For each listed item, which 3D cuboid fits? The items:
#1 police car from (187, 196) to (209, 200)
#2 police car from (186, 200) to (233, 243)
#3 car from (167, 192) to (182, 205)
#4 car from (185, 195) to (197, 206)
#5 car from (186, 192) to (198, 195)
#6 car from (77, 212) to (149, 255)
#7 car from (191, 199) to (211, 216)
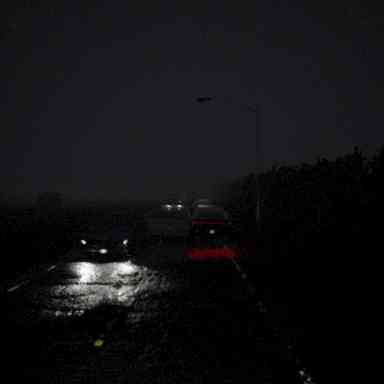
[{"bbox_3d":[0.806,1.369,26.098,1.930,1.638,5.238,0,0,0],"label":"police car"},{"bbox_3d":[0.813,1.395,16.099,1.930,1.638,5.238,0,0,0],"label":"police car"},{"bbox_3d":[-2.845,1.065,55.361,2.150,2.045,5.566,0,0,0],"label":"car"},{"bbox_3d":[-0.032,1.469,49.625,1.895,1.301,4.718,0,0,0],"label":"car"},{"bbox_3d":[-0.050,1.014,67.695,2.150,2.045,5.566,0,0,0],"label":"car"},{"bbox_3d":[-2.861,1.523,13.395,2.033,1.411,5.357,0,0,0],"label":"car"},{"bbox_3d":[0.801,1.452,31.988,1.812,1.442,4.674,0,0,0],"label":"car"}]
